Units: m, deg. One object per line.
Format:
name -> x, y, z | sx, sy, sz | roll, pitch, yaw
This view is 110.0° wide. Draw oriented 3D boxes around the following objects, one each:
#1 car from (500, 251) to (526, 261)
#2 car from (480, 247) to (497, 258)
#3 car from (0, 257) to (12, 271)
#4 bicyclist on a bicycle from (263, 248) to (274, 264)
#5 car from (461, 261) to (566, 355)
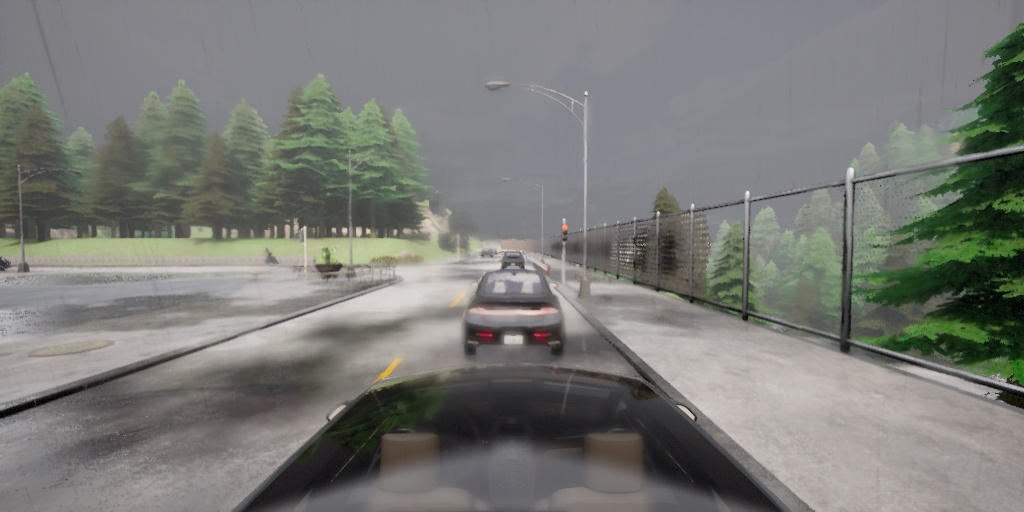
car -> 0.087, 0.332, 30.757 | 1.837, 1.490, 4.892 | 0, 2, 0
car -> -4.047, -0.488, 57.956 | 2.033, 1.411, 5.357 | 0, 2, 1
car -> -41.296, 0.294, 27.171 | 4.553, 1.767, 2.097 | 0, 2, 0
bicyclist on a bicycle -> -24.154, 0.025, 35.539 | 0.582, 1.620, 1.656 | 0, 2, 0
car -> 0.047, 1.039, 8.076 | 2.128, 1.511, 4.902 | 0, 2, 1
